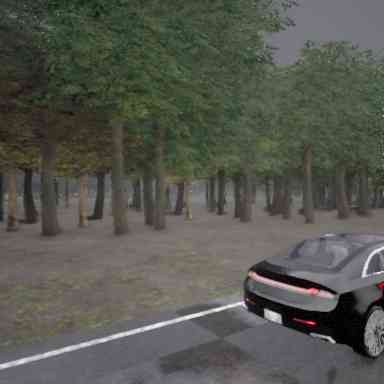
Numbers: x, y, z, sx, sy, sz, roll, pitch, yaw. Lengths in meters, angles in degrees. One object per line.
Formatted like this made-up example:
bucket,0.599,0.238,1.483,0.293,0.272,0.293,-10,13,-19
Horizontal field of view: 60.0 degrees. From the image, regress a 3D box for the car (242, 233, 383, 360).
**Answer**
car,3.099,1.501,5.993,4.902,1.511,2.128,0,0,-35
